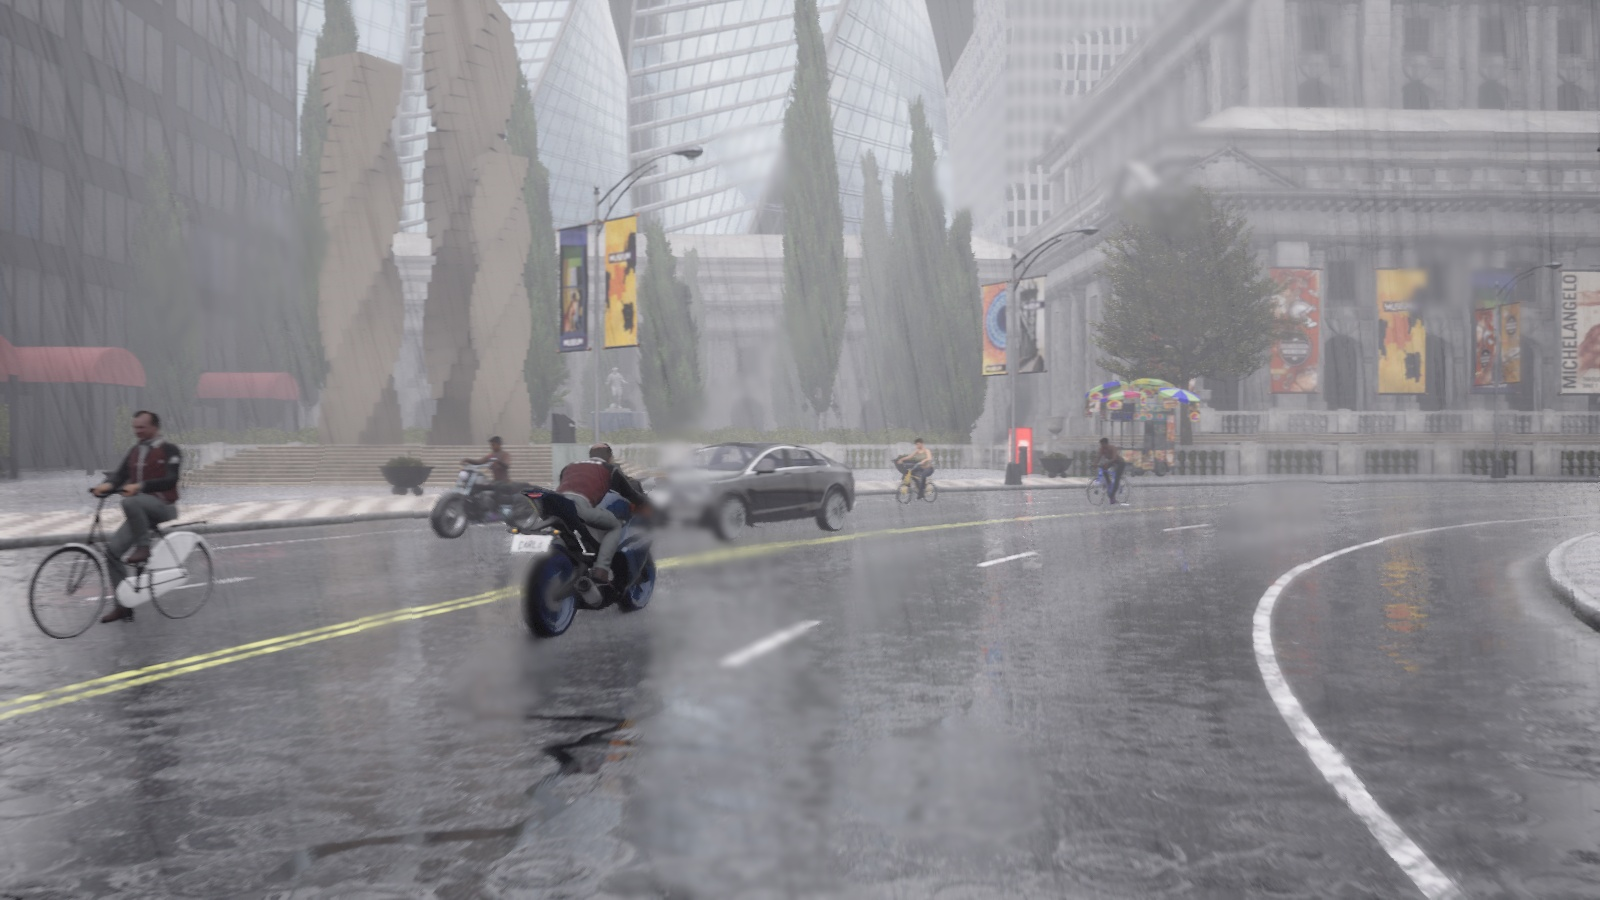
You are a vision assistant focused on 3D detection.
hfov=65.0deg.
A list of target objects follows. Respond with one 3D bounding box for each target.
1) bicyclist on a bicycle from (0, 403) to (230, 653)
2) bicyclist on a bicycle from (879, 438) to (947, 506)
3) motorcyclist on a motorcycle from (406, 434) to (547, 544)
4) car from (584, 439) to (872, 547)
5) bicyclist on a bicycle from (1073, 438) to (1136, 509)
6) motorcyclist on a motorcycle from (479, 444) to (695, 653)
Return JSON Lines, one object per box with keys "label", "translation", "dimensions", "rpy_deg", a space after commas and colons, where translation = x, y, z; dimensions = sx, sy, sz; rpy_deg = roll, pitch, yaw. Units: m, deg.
{"label": "bicyclist on a bicycle", "translation": [-5.431, 0.551, 9.883], "dimensions": [0.659, 1.776, 1.843], "rpy_deg": [1, 0, 16]}
{"label": "bicyclist on a bicycle", "translation": [2.739, 0.516, 30.440], "dimensions": [1.509, 1.612, 0.866], "rpy_deg": [0, 1, -44]}
{"label": "motorcyclist on a motorcycle", "translation": [-5.112, 0.574, 20.030], "dimensions": [0.766, 1.649, 2.350], "rpy_deg": [1, 1, 29]}
{"label": "car", "translation": [-0.989, 0.587, 20.163], "dimensions": [2.128, 1.511, 4.902], "rpy_deg": [0, 0, 33]}
{"label": "bicyclist on a bicycle", "translation": [7.243, 0.542, 29.823], "dimensions": [1.656, 1.620, 0.582], "rpy_deg": [-1, 1, -40]}
{"label": "motorcyclist on a motorcycle", "translation": [-1.686, 0.720, 10.389], "dimensions": [0.866, 1.530, 2.191], "rpy_deg": [1, 0, 17]}
